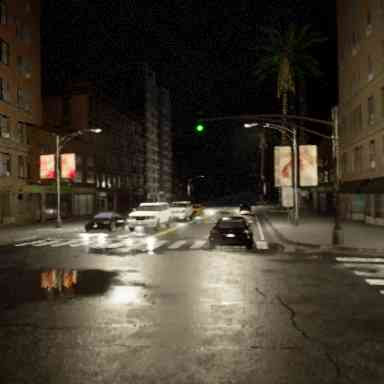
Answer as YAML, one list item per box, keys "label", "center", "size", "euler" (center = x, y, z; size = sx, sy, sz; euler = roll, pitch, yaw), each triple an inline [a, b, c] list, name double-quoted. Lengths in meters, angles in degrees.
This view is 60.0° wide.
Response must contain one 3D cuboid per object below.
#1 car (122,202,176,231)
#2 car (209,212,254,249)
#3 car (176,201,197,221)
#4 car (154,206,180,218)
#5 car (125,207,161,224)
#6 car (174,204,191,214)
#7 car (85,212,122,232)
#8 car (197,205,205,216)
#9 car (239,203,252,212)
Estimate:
- label: "car"
  center: [-3.122, 1.852, 25.721]
  size: [2.150, 2.045, 5.566]
  euler: [-1, -1, 10]
- label: "car"
  center: [2.015, 1.890, 16.334]
  size: [1.994, 1.385, 4.181]
  euler: [-1, -1, 10]
- label: "car"
  center: [-1.285, 2.043, 35.917]
  size: [2.150, 2.045, 5.566]
  euler: [-1, -1, 11]
- label: "car"
  center: [-3.170, 2.568, 43.528]
  size: [2.033, 1.411, 5.357]
  euler: [-1, -1, 10]
- label: "car"
  center: [-4.908, 2.341, 34.115]
  size: [2.128, 1.511, 4.902]
  euler: [-1, -1, 10]
- label: "car"
  center: [-1.415, 2.721, 53.443]
  size: [1.812, 1.442, 4.674]
  euler: [-1, -1, 10]
- label: "car"
  center: [-6.475, 2.251, 25.427]
  size: [1.994, 1.385, 4.181]
  euler: [-1, -1, 10]
- label: "car"
  center: [0.555, 2.479, 45.940]
  size: [1.882, 1.535, 5.008]
  euler: [-1, -1, 10]
- label: "car"
  center: [8.633, 2.517, 53.707]
  size: [1.837, 1.490, 4.892]
  euler: [-1, -1, 10]
